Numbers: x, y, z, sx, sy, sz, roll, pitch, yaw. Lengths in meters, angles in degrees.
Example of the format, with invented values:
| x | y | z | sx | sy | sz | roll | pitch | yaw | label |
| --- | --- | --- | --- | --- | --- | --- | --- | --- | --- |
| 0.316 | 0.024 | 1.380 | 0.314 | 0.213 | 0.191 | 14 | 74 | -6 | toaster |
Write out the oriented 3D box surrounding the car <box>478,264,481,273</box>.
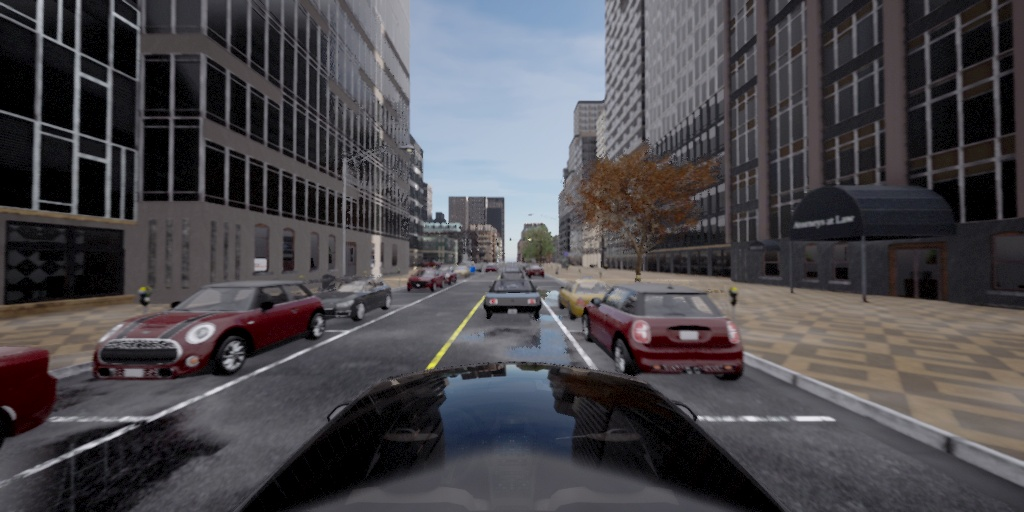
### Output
| x | y | z | sx | sy | sz | roll | pitch | yaw | label |
| --- | --- | --- | --- | --- | --- | --- | --- | --- | --- |
| -5.689 | 1.960 | 57.236 | 1.948 | 1.339 | 4.313 | 0 | 0 | 0 | car |

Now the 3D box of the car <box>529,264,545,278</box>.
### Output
| x | y | z | sx | sy | sz | roll | pitch | yaw | label |
| --- | --- | --- | --- | --- | --- | --- | --- | --- | --- |
| 2.691 | 1.746 | 40.619 | 1.888 | 1.381 | 4.507 | 0 | 0 | 0 | car |

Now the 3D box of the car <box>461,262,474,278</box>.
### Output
| x | y | z | sx | sy | sz | roll | pitch | yaw | label |
| --- | --- | --- | --- | --- | --- | --- | --- | --- | --- |
| -5.690 | 1.727 | 40.449 | 1.751 | 1.417 | 4.829 | 0 | 0 | 0 | car |

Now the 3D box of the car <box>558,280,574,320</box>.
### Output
| x | y | z | sx | sy | sz | roll | pitch | yaw | label |
| --- | --- | --- | --- | --- | --- | --- | --- | --- | --- |
| 2.690 | 1.405 | 13.094 | 1.751 | 1.417 | 4.829 | 0 | 0 | 0 | car |

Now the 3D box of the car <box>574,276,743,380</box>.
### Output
| x | y | z | sx | sy | sz | roll | pitch | yaw | label |
| --- | --- | --- | --- | --- | --- | --- | --- | --- | --- |
| 2.690 | 1.256 | 7.386 | 1.967 | 1.591 | 4.097 | 0 | 0 | 0 | car |

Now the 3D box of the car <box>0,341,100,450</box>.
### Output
| x | y | z | sx | sy | sz | roll | pitch | yaw | label |
| --- | --- | --- | --- | --- | --- | --- | --- | --- | --- |
| -5.690 | 1.297 | 1.847 | 1.888 | 1.381 | 4.507 | 0 | 0 | 0 | car |

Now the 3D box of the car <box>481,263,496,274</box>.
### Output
| x | y | z | sx | sy | sz | roll | pitch | yaw | label |
| --- | --- | --- | --- | --- | --- | --- | --- | --- | --- |
| -3.081 | 1.953 | 53.664 | 1.895 | 1.301 | 4.718 | 0 | -1 | 0 | car |

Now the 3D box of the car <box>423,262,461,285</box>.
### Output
| x | y | z | sx | sy | sz | roll | pitch | yaw | label |
| --- | --- | --- | --- | --- | --- | --- | --- | --- | --- |
| -5.690 | 1.513 | 29.542 | 1.967 | 1.591 | 4.097 | 0 | 0 | 0 | car |

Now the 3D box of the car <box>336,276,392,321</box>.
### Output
| x | y | z | sx | sy | sz | roll | pitch | yaw | label |
| --- | --- | --- | --- | --- | --- | --- | --- | --- | --- |
| -5.690 | 1.431 | 12.925 | 2.007 | 1.370 | 4.403 | 0 | 0 | 0 | car |

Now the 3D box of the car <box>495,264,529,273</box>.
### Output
| x | y | z | sx | sy | sz | roll | pitch | yaw | label |
| --- | --- | --- | --- | --- | --- | --- | --- | --- | --- |
| 0.044 | 1.560 | 29.151 | 2.128 | 1.511 | 4.902 | 0 | -1 | 1 | car |

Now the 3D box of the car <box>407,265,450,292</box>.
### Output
| x | y | z | sx | sy | sz | roll | pitch | yaw | label |
| --- | --- | --- | --- | --- | --- | --- | --- | --- | --- |
| -5.690 | 1.554 | 24.002 | 1.888 | 1.381 | 4.507 | 0 | 0 | 0 | car |

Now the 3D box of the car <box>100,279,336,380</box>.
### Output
| x | y | z | sx | sy | sz | roll | pitch | yaw | label |
| --- | --- | --- | --- | --- | --- | --- | --- | --- | --- |
| -5.690 | 1.256 | 7.386 | 1.967 | 1.591 | 4.097 | 0 | 0 | 0 | car |

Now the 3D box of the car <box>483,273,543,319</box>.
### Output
| x | y | z | sx | sy | sz | roll | pitch | yaw | label |
| --- | --- | --- | --- | --- | --- | --- | --- | --- | --- |
| 0.040 | 1.488 | 13.535 | 1.895 | 1.301 | 4.718 | 0 | -1 | 1 | car |

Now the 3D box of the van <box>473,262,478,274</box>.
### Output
| x | y | z | sx | sy | sz | roll | pitch | yaw | label |
| --- | --- | --- | --- | --- | --- | --- | --- | --- | --- |
| -5.689 | 1.606 | 46.158 | 1.690 | 1.789 | 3.998 | 0 | 0 | 0 | van |
